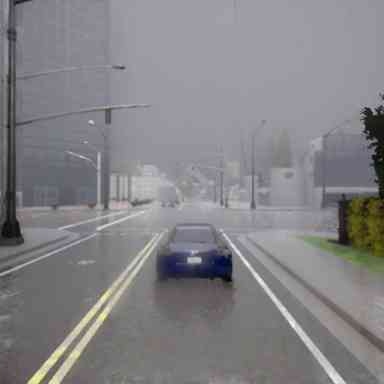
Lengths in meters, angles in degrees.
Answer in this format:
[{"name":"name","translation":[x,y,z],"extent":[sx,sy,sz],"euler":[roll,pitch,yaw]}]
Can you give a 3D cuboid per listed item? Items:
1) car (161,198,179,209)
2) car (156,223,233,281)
[{"name":"car","translation":[-3.584,1.724,50.588],"extent":[2.128,1.511,4.902],"euler":[0,0,0]},{"name":"car","translation":[0.067,1.611,9.999],"extent":[1.994,1.385,4.181],"euler":[0,0,0]}]
